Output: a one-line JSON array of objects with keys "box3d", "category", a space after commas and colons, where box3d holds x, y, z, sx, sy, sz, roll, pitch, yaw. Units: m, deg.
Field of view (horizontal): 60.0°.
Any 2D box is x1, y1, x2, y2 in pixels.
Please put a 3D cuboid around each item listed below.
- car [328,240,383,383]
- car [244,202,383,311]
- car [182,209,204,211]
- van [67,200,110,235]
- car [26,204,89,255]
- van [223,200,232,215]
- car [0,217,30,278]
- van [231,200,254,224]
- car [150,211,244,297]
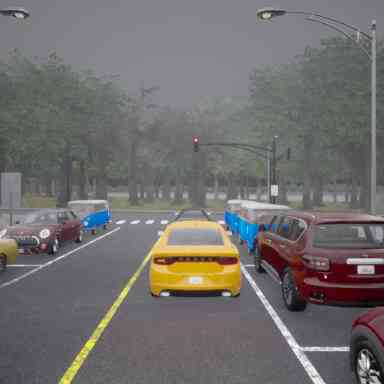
[{"box3d": [2.760, 1.440, 2.223, 1.967, 1.590, 4.097, 0, 0, 0], "category": "car"}, {"box3d": [2.756, 1.315, 7.661, 2.192, 1.841, 5.009, 0, 0, 0], "category": "car"}, {"box3d": [0.046, 1.566, 17.538, 1.994, 1.385, 4.181, 0, 0, 0], "category": "car"}, {"box3d": [-5.778, 1.343, 18.530, 1.690, 1.788, 3.998, 0, 0, 0], "category": "van"}, {"box3d": [-5.773, 1.441, 13.092, 1.967, 1.590, 4.097, 0, 0, 0], "category": "car"}, {"box3d": [2.747, 1.343, 18.536, 1.690, 1.788, 3.998, 0, 0, 0], "category": "van"}, {"box3d": [-5.769, 1.526, 7.484, 1.752, 1.417, 4.829, 0, 0, 0], "category": "car"}, {"box3d": [2.752, 1.342, 13.098, 1.690, 1.788, 3.998, 0, 0, 0], "category": "van"}, {"box3d": [0.080, 1.478, 8.616, 1.882, 1.535, 5.008, 0, 0, 0], "category": "car"}]
